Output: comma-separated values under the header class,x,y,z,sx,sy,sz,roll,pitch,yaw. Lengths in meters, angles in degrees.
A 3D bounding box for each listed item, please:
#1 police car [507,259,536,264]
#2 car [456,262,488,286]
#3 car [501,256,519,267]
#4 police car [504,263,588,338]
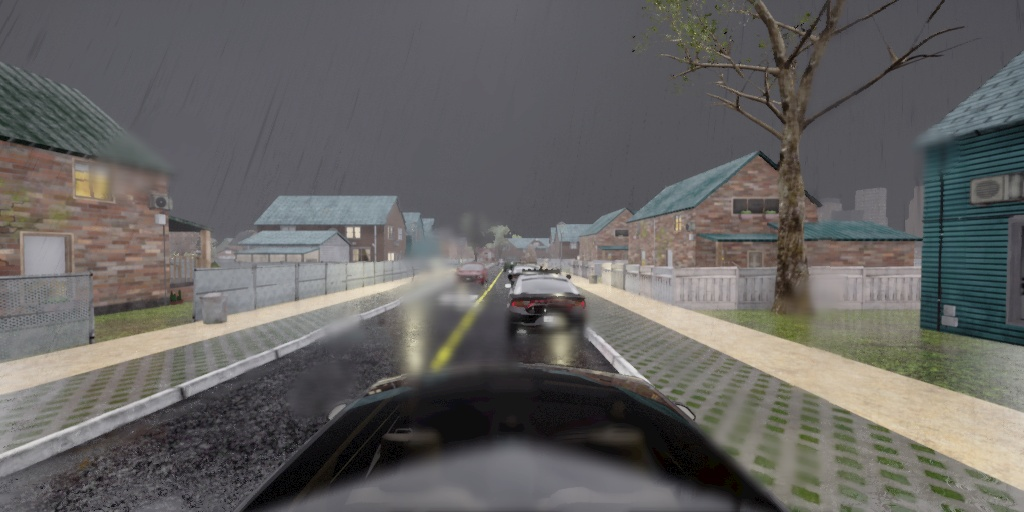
class,x,y,z,sx,sy,sz,roll,pitch,yaw
police car,0.830,1.178,20.281,1.930,1.638,5.238,0,0,0
car,-2.744,1.236,25.399,1.882,1.535,5.008,0,0,0
car,0.032,1.018,46.927,2.150,2.045,5.566,0,0,0
police car,0.827,1.173,10.279,1.930,1.638,5.238,0,0,0
